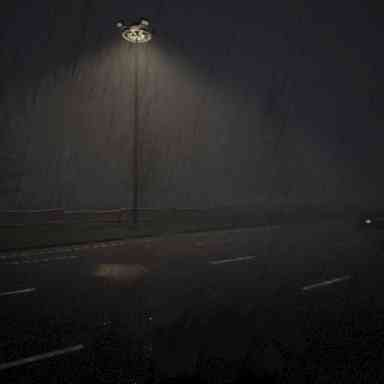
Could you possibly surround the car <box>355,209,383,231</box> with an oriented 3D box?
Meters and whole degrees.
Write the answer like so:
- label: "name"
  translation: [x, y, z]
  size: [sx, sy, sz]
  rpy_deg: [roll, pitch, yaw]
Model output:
- label: "car"
  translation: [12.189, 1.752, 21.050]
  size: [4.181, 1.385, 1.994]
  rpy_deg: [1, 0, -35]
